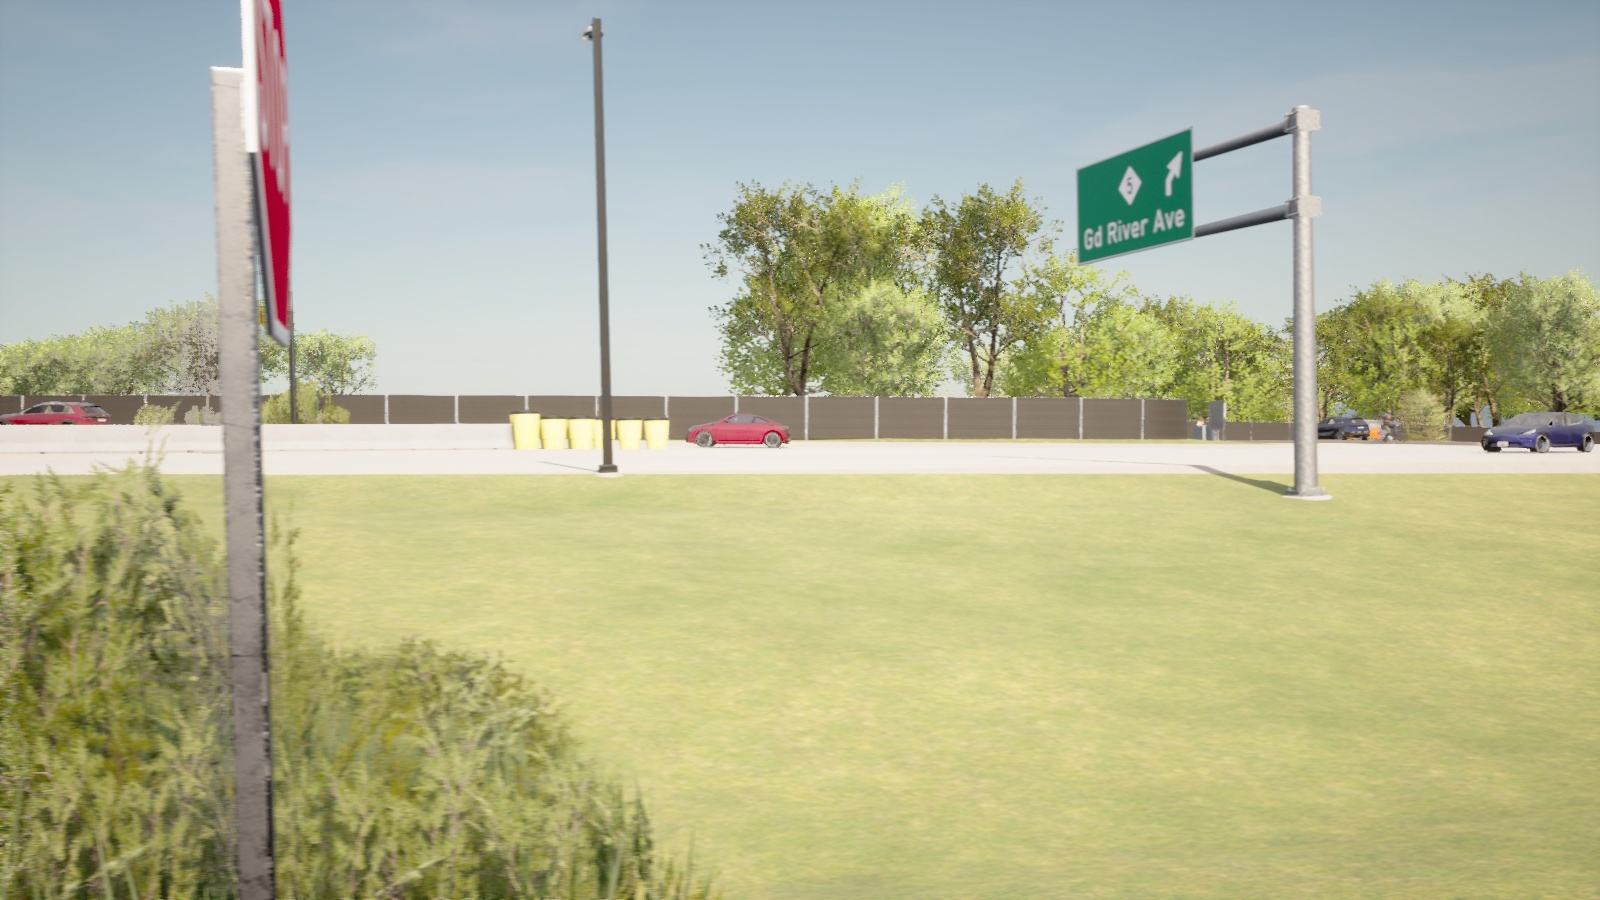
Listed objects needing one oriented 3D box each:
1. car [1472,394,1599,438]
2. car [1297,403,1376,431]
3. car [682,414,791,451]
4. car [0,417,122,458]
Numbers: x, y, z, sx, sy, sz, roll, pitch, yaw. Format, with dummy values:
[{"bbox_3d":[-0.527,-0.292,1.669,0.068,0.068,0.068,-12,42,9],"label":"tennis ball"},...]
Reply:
[{"bbox_3d":[26.820,-1.223,45.528,4.792,1.488,2.163,-2,1,-31],"label":"car"},{"bbox_3d":[35.126,-2.155,82.365,2.033,1.649,4.856,-3,1,-18],"label":"car"},{"bbox_3d":[-2.480,-0.711,49.837,4.181,1.385,1.994,-1,1,1],"label":"car"},{"bbox_3d":[-31.251,-0.520,52.489,4.856,1.649,2.033,-1,2,8],"label":"car"}]
